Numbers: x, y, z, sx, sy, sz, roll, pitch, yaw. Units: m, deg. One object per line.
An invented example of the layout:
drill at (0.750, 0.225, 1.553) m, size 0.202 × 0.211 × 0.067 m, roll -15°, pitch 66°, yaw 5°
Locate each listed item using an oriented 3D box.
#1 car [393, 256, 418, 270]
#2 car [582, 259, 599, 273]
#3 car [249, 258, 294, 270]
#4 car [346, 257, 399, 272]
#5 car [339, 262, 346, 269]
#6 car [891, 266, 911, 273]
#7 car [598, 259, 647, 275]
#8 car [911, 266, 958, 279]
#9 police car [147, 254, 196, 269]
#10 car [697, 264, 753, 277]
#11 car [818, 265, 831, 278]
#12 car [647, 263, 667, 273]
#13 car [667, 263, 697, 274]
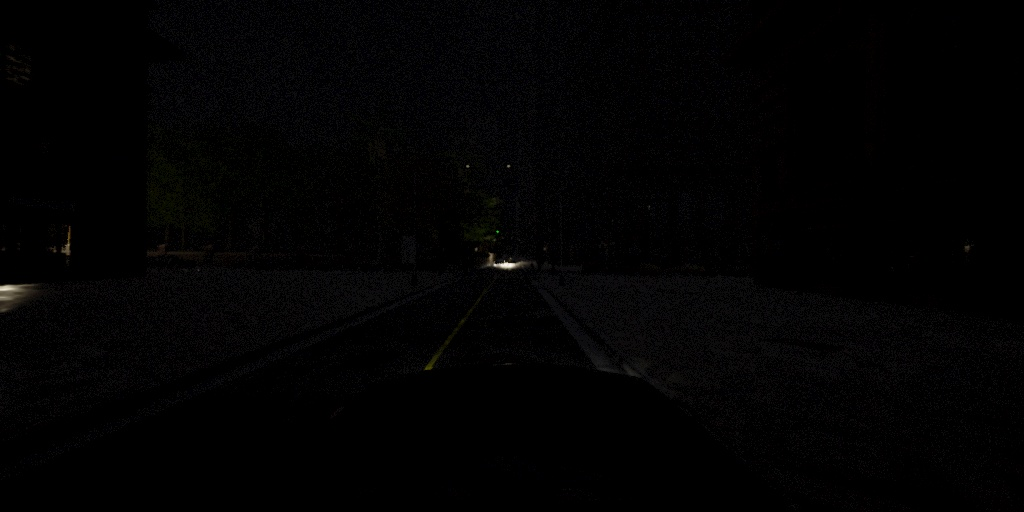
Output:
car at (-14.965, 0.882, 47.300) m, size 5.009 × 1.841 × 2.192 m, roll 0°, pitch 0°, yaw 0°
car at (11.874, 1.262, 47.216) m, size 5.009 × 1.841 × 2.192 m, roll 0°, pitch 0°, yaw 0°
car at (-26.028, 0.930, 38.809) m, size 4.313 × 1.339 × 1.948 m, roll 0°, pitch 0°, yaw 0°
car at (-14.980, 1.077, 38.775) m, size 4.403 × 1.370 × 2.007 m, roll 0°, pitch 0°, yaw 0°
car at (-20.489, 1.031, 47.317) m, size 4.507 × 1.381 × 1.888 m, roll 0°, pitch 0°, yaw 0°
car at (39.557, 1.846, 38.605) m, size 4.207 × 1.307 × 1.802 m, roll 0°, pitch 0°, yaw 0°
car at (11.857, 1.346, 38.691) m, size 4.097 × 1.591 × 1.967 m, roll 0°, pitch 0°, yaw 0°
car at (45.098, 1.770, 38.588) m, size 4.097 × 1.591 × 1.967 m, roll 0°, pitch 0°, yaw 0°
police car at (-39.612, 0.594, 41.617) m, size 5.238 × 1.638 × 1.930 m, roll 1°, pitch 0°, yaw 0°
car at (22.937, 1.619, 38.656) m, size 4.313 × 1.339 × 1.948 m, roll 0°, pitch 0°, yaw 0°
car at (34.016, 1.761, 38.622) m, size 4.313 × 1.339 × 1.948 m, roll 0°, pitch 0°, yaw 0°
car at (17.244, 1.547, 47.200) m, size 4.829 × 1.417 × 1.751 m, roll 0°, pitch 0°, yaw 0°
car at (22.785, 1.620, 47.182) m, size 4.829 × 1.417 × 1.751 m, roll 0°, pitch 0°, yaw 0°
